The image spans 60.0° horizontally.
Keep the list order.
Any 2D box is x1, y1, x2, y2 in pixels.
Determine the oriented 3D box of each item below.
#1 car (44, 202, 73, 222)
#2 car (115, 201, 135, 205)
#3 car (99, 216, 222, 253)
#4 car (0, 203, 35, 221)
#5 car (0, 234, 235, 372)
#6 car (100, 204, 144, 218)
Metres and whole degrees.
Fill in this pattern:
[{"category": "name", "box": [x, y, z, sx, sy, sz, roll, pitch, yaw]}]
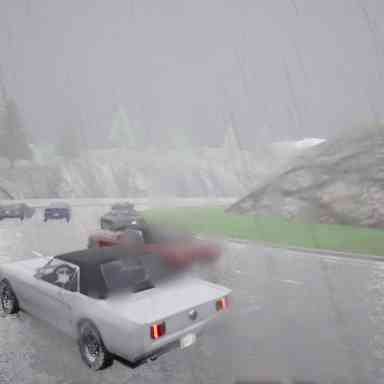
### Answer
[{"category": "car", "box": [-11.255, 1.622, 28.245, 1.882, 1.535, 5.008, 0, 0, -16]}, {"category": "car", "box": [-8.969, 1.866, 43.963, 1.895, 1.301, 4.718, 0, 0, 6]}, {"category": "car", "box": [-1.416, 1.669, 10.396, 1.895, 1.301, 4.718, 1, -1, -44]}, {"category": "car", "box": [-15.058, 1.675, 28.667, 2.033, 1.411, 5.357, 0, 0, -13]}, {"category": "car", "box": [-1.692, 1.636, 5.799, 4.718, 1.301, 1.895, 0, -1, 42]}, {"category": "car", "box": [-4.226, 1.687, 20.187, 1.994, 1.385, 4.181, 0, 0, -31]}]
